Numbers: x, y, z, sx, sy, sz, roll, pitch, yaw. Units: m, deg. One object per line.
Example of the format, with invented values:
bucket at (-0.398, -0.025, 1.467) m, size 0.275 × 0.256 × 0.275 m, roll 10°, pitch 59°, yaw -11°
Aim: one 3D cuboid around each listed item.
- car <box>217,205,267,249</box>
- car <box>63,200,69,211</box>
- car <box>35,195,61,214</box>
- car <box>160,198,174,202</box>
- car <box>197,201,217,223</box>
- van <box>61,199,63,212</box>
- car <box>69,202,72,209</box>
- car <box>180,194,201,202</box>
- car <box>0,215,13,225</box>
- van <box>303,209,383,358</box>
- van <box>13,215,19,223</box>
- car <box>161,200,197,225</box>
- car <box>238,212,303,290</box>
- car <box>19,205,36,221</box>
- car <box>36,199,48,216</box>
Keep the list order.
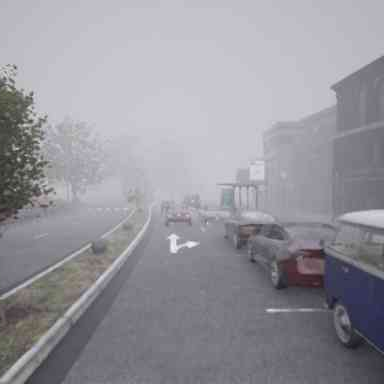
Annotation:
car at (2.573, 1.507, 14.667) m, size 2.097 × 1.535 × 5.008 m, roll 0°, pitch 0°, yaw -3°
car at (-16.382, 1.426, 36.407) m, size 4.553 × 1.767 × 2.185 m, roll 0°, pitch 0°, yaw -7°
car at (-15.674, 1.315, 30.950) m, size 5.566 × 2.045 × 2.435 m, roll 0°, pitch 0°, yaw -7°
car at (-2.940, 1.537, 41.156) m, size 1.837 × 1.490 × 4.892 m, roll 0°, pitch 0°, yaw -7°
car at (1.615, 1.638, 25.880) m, size 1.895 × 1.301 × 4.718 m, roll 0°, pitch 0°, yaw -5°
van at (-15.885, 1.332, 33.691) m, size 4.442 × 1.987 × 1.878 m, roll 0°, pitch 0°, yaw -7°
car at (-16.695, 1.543, 39.144) m, size 4.892 × 1.521 × 2.231 m, roll 0°, pitch 0°, yaw -7°
car at (-0.207, 1.241, 42.486) m, size 2.150 × 2.045 × 5.566 m, roll 0°, pitch 0°, yaw -7°
car at (-14.304, 1.562, 20.244) m, size 5.366 × 1.575 × 1.946 m, roll 0°, pitch 0°, yaw -5°
van at (2.985, 1.254, 3.722) m, size 1.878 × 1.987 × 4.442 m, roll 0°, pitch 0°, yaw 0°
van at (-14.858, 1.344, 22.938) m, size 4.442 × 1.987 × 1.878 m, roll 0°, pitch 0°, yaw -5°
car at (-1.069, 1.593, 24.233) m, size 2.033 × 1.411 × 5.357 m, roll 0°, pitch 0°, yaw -5°
car at (2.841, 1.524, 9.180) m, size 2.163 × 1.488 × 4.792 m, roll 0°, pitch 0°, yaw -1°
car at (-15.014, 1.610, 25.649) m, size 4.674 × 1.452 × 2.002 m, roll 0°, pitch 0°, yaw -6°
car at (-15.280, 1.599, 28.251) m, size 4.792 × 1.488 × 2.163 m, roll 0°, pitch 0°, yaw -6°
